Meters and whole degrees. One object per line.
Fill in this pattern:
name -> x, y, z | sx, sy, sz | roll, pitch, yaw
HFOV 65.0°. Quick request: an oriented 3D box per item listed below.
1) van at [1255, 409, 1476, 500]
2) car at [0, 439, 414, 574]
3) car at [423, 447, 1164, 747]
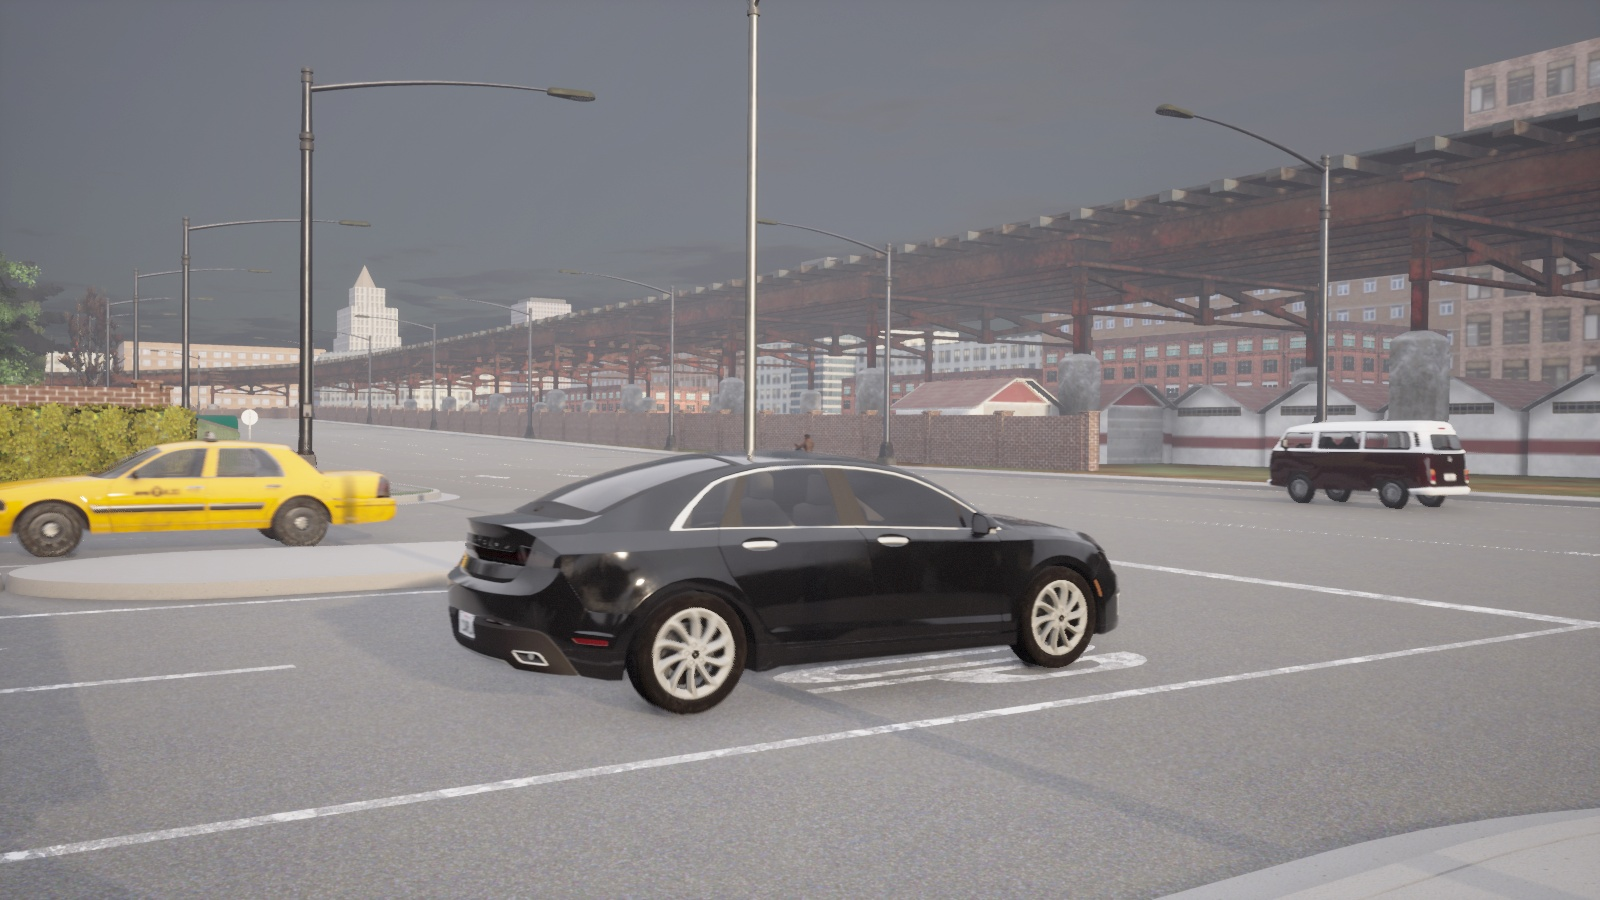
van -> 13.590, 0.069, 30.415 | 2.069, 2.038, 4.480 | -1, 1, -32
car -> -8.202, 0.664, 17.053 | 5.366, 1.575, 1.801 | -1, 1, -32
car -> 0.117, 0.769, 8.709 | 4.892, 1.490, 1.837 | -1, 1, -32
